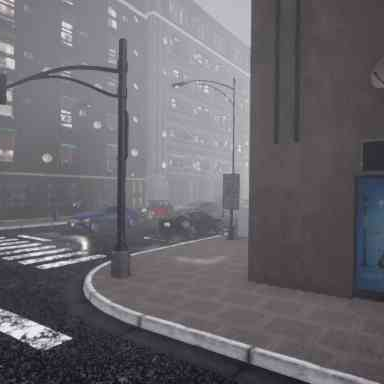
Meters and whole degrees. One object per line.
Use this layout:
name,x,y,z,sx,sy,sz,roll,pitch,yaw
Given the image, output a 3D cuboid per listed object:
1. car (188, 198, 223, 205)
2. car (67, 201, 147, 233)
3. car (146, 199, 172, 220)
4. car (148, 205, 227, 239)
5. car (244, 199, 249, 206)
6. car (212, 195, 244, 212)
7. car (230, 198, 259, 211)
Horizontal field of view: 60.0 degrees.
car,0.570,1.477,27.898,1.812,1.442,4.674,1,1,35
car,-5.090,1.488,19.822,1.812,1.442,4.674,1,1,35
car,-3.230,1.362,26.772,1.967,1.590,4.097,1,1,35
car,0.008,1.599,17.673,1.947,1.339,4.313,1,1,35
car,7.234,1.463,37.381,1.812,1.442,4.674,1,1,36
car,3.192,1.223,35.919,2.192,1.841,5.009,1,1,35
car,6.399,1.483,40.495,1.802,1.307,4.206,1,1,35
